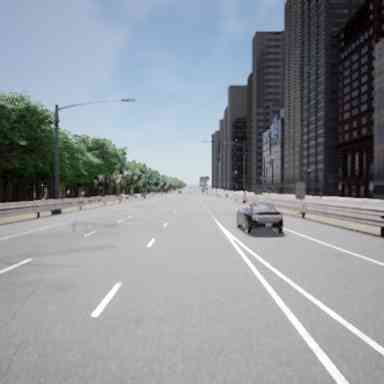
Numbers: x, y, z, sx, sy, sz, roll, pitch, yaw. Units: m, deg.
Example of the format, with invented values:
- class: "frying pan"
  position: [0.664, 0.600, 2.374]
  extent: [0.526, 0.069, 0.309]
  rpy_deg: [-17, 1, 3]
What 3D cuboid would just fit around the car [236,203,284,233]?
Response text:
- class: "car"
  position: [3.675, 1.382, 18.595]
  extent: [2.128, 1.511, 4.902]
  rpy_deg: [0, 0, -2]
